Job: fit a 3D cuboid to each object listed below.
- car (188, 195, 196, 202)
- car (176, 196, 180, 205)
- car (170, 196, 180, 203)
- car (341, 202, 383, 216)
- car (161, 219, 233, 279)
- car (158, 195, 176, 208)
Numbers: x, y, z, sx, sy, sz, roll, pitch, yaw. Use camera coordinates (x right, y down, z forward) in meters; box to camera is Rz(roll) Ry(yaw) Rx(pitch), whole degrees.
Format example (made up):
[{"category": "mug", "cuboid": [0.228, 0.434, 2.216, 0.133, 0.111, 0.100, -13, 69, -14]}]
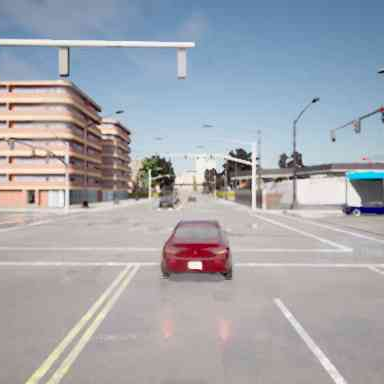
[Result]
[{"category": "car", "cuboid": [-0.009, 1.474, 75.435, 2.033, 1.411, 5.357, 0, 0, 0]}, {"category": "car", "cuboid": [-3.576, 1.302, 56.559, 2.097, 1.767, 4.553, 0, 0, 0]}, {"category": "car", "cuboid": [-3.509, 1.535, 68.797, 1.895, 1.301, 4.718, 0, 0, 0]}, {"category": "car", "cuboid": [16.532, 1.573, 31.070, 4.718, 1.301, 1.895, 0, 0, 1]}, {"category": "car", "cuboid": [0.218, 1.517, 9.943, 1.812, 1.442, 4.674, 0, 0, 4]}, {"category": "car", "cuboid": [-3.600, 1.464, 46.791, 1.837, 1.490, 4.892, 0, 0, 0]}]
